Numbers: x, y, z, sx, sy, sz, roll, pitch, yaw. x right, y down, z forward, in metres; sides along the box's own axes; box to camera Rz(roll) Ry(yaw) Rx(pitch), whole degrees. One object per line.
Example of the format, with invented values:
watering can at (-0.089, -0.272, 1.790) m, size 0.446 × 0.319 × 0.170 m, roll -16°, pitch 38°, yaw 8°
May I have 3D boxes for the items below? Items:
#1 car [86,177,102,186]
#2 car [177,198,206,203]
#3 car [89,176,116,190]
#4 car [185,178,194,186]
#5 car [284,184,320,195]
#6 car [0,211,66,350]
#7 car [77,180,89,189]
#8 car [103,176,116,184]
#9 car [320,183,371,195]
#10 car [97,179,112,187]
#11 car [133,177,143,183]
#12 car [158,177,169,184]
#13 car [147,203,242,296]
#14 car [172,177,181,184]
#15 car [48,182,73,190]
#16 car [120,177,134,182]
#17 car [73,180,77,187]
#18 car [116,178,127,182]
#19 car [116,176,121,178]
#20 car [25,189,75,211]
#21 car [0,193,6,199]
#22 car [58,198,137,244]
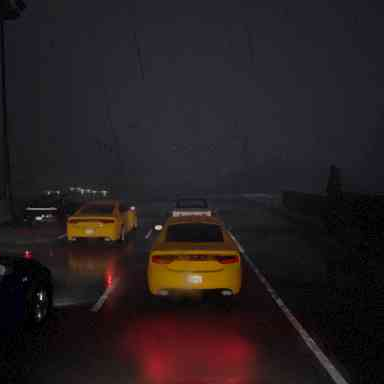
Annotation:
car at (-21.567, -2.288, 73.170) m, size 2.097 × 1.767 × 4.553 m, roll 0°, pitch 3°, yaw 0°
car at (-0.025, 0.972, 17.778) m, size 1.895 × 1.301 × 4.718 m, roll 0°, pitch 3°, yaw 0°
car at (-14.481, -1.397, 54.346) m, size 2.150 × 2.045 × 5.566 m, roll 0°, pitch 3°, yaw -1°
car at (-0.560, -2.234, 75.268) m, size 2.128 × 1.511 × 4.902 m, roll 0°, pitch 3°, yaw 0°
car at (13.802, -0.308, 41.423) m, size 4.718 × 1.301 × 1.895 m, roll 0°, pitch 3°, yaw 2°
car at (-3.427, 1.313, 3.900) m, size 2.097 × 1.767 × 4.553 m, roll 0°, pitch 1°, yaw 0°
car at (-18.015, -1.362, 58.664) m, size 2.128 × 1.511 × 4.902 m, roll 0°, pitch 3°, yaw 0°
car at (-21.682, -3.221, 87.709) m, size 2.150 × 2.045 × 5.566 m, roll 0°, pitch 3°, yaw 0°
car at (17.662, -0.219, 37.799) m, size 4.902 × 1.511 × 2.128 m, roll 0°, pitch 3°, yaw 2°
car at (-18.032, -1.881, 68.808) m, size 1.812 × 1.442 × 4.674 m, roll 0°, pitch 3°, yaw 0°
car at (-14.702, -3.310, 90.252) m, size 1.837 × 1.490 × 4.892 m, roll 0°, pitch 3°, yaw 0°
car at (-7.668, -2.827, 86.067) m, size 2.128 × 1.511 × 4.902 m, roll 0°, pitch 3°, yaw 0°
car at (0.043, 1.315, 8.409) m, size 1.882 × 1.535 × 5.008 m, roll 0°, pitch 2°, yaw 0°
car at (-4.168, -2.877, 86.092) m, size 1.882 × 1.535 × 5.008 m, roll 0°, pitch 3°, yaw 0°
car at (-21.496, -0.991, 53.827) m, size 1.895 × 1.301 × 4.718 m, roll 0°, pitch 3°, yaw 0°
car at (-14.581, -2.145, 75.001) m, size 1.895 × 1.301 × 4.718 m, roll 0°, pitch 3°, yaw 0°
car at (-21.518, -1.530, 63.052) m, size 1.994 × 1.385 × 4.181 m, roll 0°, pitch 3°, yaw 0°
car at (-14.532, -1.573, 64.566) m, size 1.895 × 1.301 × 4.718 m, roll 0°, pitch 3°, yaw 0°
car at (-18.116, -2.756, 79.399) m, size 2.150 × 2.045 × 5.566 m, roll 0°, pitch 3°, yaw 0°
car at (-7.026, 0.864, 17.642) m, size 2.128 × 1.511 × 4.902 m, roll 0°, pitch 3°, yaw 0°
car at (-14.251, 0.623, 21.867) m, size 1.882 × 1.535 × 5.008 m, roll -1°, pitch 3°, yaw 5°
car at (-3.497, 1.060, 13.732) m, size 1.882 × 1.535 × 5.008 m, roll 0°, pitch 3°, yaw 0°
